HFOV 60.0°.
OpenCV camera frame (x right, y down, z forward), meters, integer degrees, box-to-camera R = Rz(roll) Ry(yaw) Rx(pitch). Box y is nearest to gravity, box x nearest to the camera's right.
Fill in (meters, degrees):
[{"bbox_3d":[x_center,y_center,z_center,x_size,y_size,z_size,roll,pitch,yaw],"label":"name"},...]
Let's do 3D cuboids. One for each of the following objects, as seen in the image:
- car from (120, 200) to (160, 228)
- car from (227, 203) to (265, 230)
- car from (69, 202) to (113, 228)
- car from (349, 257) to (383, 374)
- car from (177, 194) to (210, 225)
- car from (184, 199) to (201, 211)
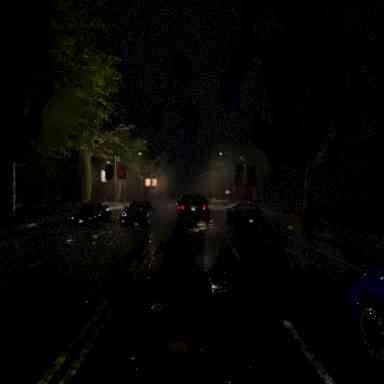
[{"bbox_3d":[-3.359,1.336,22.230,2.097,1.767,4.553,0,0,0],"label":"car"},{"bbox_3d":[3.342,1.463,21.262,1.882,1.535,5.008,0,0,0],"label":"car"},{"bbox_3d":[-6.609,1.489,22.176,1.837,1.490,4.892,0,0,0],"label":"car"},{"bbox_3d":[3.349,1.221,2.462,2.150,2.045,5.566,0,0,0],"label":"car"},{"bbox_3d":[0.091,1.199,23.752,2.150,2.045,5.566,0,-1,0],"label":"car"},{"bbox_3d":[0.083,1.562,40.527,1.994,1.385,4.181,0,0,0],"label":"car"}]
